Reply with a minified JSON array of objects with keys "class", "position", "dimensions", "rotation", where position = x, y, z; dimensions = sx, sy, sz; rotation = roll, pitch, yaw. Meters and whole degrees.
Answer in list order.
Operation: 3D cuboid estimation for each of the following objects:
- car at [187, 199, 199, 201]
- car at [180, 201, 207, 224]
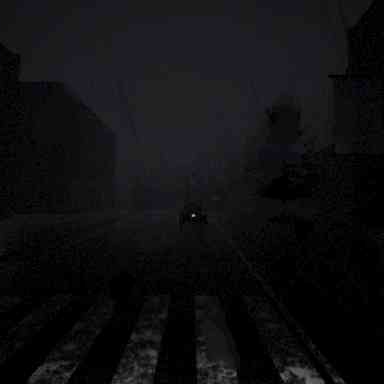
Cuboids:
[{"class":"car","position":[0.102,1.577,41.171],"dimensions":[1.882,1.535,5.008],"rotation":[0,-1,0]},{"class":"car","position":[0.101,1.588,24.819],"dimensions":[1.994,1.385,4.181],"rotation":[0,0,0]}]
